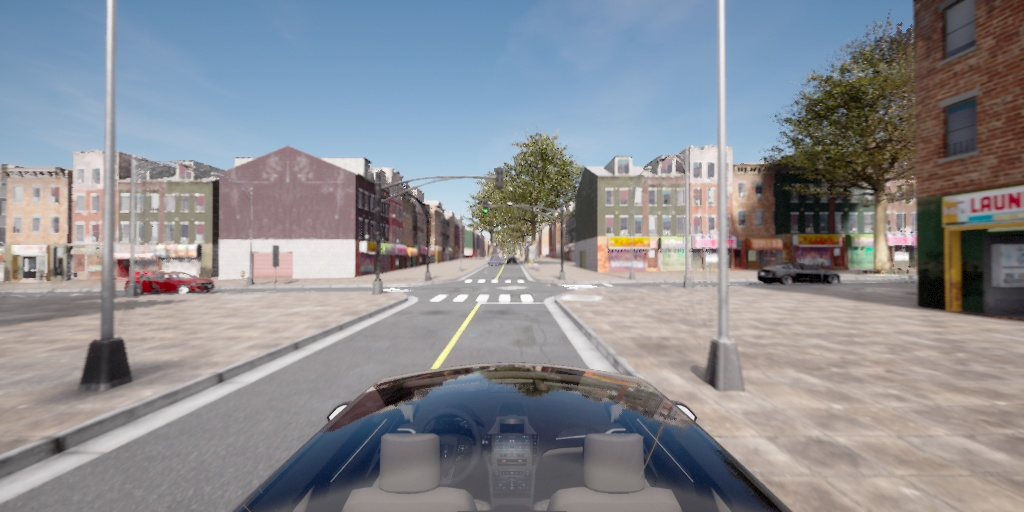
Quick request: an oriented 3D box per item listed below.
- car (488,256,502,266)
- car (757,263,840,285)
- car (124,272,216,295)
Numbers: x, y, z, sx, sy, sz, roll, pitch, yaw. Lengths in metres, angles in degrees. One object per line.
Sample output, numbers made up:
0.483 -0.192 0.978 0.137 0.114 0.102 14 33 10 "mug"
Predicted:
-2.824 0.744 58.741 2.097 1.767 4.553 0 1 0 "car"
17.203 1.074 21.657 4.313 1.339 1.948 0 0 0 "car"
-20.378 1.608 21.495 4.507 1.381 1.888 0 0 0 "car"
